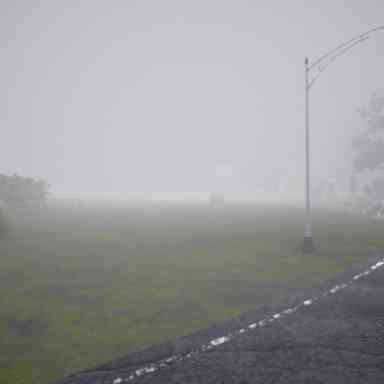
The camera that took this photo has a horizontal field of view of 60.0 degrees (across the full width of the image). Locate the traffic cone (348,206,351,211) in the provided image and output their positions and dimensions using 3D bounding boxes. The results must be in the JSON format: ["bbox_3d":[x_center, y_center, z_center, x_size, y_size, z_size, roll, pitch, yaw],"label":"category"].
[{"bbox_3d":[18.559,1.907,39.118,0.340,0.580,0.340,0,0,6],"label":"traffic cone"}]

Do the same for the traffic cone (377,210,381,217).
[{"bbox_3d":[16.769,1.927,29.762,0.340,0.580,0.340,-1,0,16],"label":"traffic cone"}]

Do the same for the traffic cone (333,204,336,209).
[{"bbox_3d":[18.795,1.903,43.881,0.340,0.580,0.340,0,0,0],"label":"traffic cone"}]

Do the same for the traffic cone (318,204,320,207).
[{"bbox_3d":[18.626,1.902,48.748,0.340,0.580,0.340,0,0,-3],"label":"traffic cone"}]

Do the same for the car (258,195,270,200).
[{"bbox_3d":[18.698,1.387,86.070,1.882,1.535,5.008,0,0,-6],"label":"car"}]

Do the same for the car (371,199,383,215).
[{"bbox_3d":[19.685,1.469,33.640,1.812,1.442,4.674,0,0,11],"label":"car"}]
